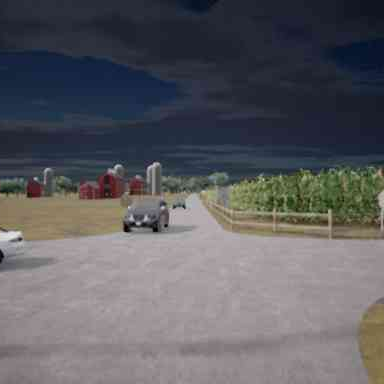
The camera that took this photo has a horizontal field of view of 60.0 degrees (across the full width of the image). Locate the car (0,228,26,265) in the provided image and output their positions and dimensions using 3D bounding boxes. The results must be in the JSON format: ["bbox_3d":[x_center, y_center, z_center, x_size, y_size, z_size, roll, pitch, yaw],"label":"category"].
[{"bbox_3d":[-8.033,1.789,10.871,4.674,1.442,1.812,-1,0,-29],"label":"car"}]

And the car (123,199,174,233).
[{"bbox_3d":[-2.851,1.506,22.111,2.150,2.045,5.566,0,-1,6],"label":"car"}]

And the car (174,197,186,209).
[{"bbox_3d":[-2.155,1.901,57.237,2.150,2.045,5.566,0,-1,1],"label":"car"}]
